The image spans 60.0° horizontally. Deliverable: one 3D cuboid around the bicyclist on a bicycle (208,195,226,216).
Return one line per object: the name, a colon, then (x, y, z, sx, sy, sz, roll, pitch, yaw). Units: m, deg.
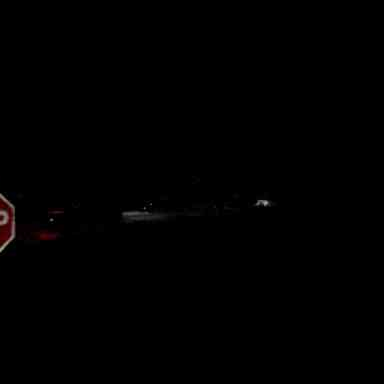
bicyclist on a bicycle: (1.970, 1.096, 26.213, 1.656, 1.620, 0.582, -1, 1, 35)

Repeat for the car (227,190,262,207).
car: (5.860, 0.802, 38.428, 1.882, 1.535, 5.008, 1, 2, 35)

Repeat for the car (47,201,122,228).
car: (-6.579, 1.312, 20.895, 2.128, 1.511, 4.902, 1, 2, 35)

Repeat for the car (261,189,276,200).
car: (11.619, 0.307, 52.805, 2.097, 1.767, 4.553, 1, 2, 36)

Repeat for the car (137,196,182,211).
car: (-3.081, 1.117, 32.219, 1.895, 1.301, 4.718, 1, 2, 35)
